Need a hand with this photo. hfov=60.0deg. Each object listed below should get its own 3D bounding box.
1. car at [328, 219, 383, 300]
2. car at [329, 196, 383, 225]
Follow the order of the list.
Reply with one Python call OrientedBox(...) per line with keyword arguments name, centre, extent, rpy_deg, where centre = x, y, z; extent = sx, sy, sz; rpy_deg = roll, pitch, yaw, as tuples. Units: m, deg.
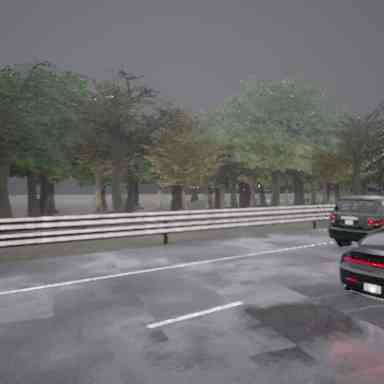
OrientedBox(name="car", centre=(5.228, 1.470, 7.328), extent=(4.892, 1.490, 1.837), rpy_deg=(0, 0, -34))
OrientedBox(name="car", centre=(7.811, 1.160, 13.303), extent=(5.566, 2.045, 2.150), rpy_deg=(0, 0, -34))
